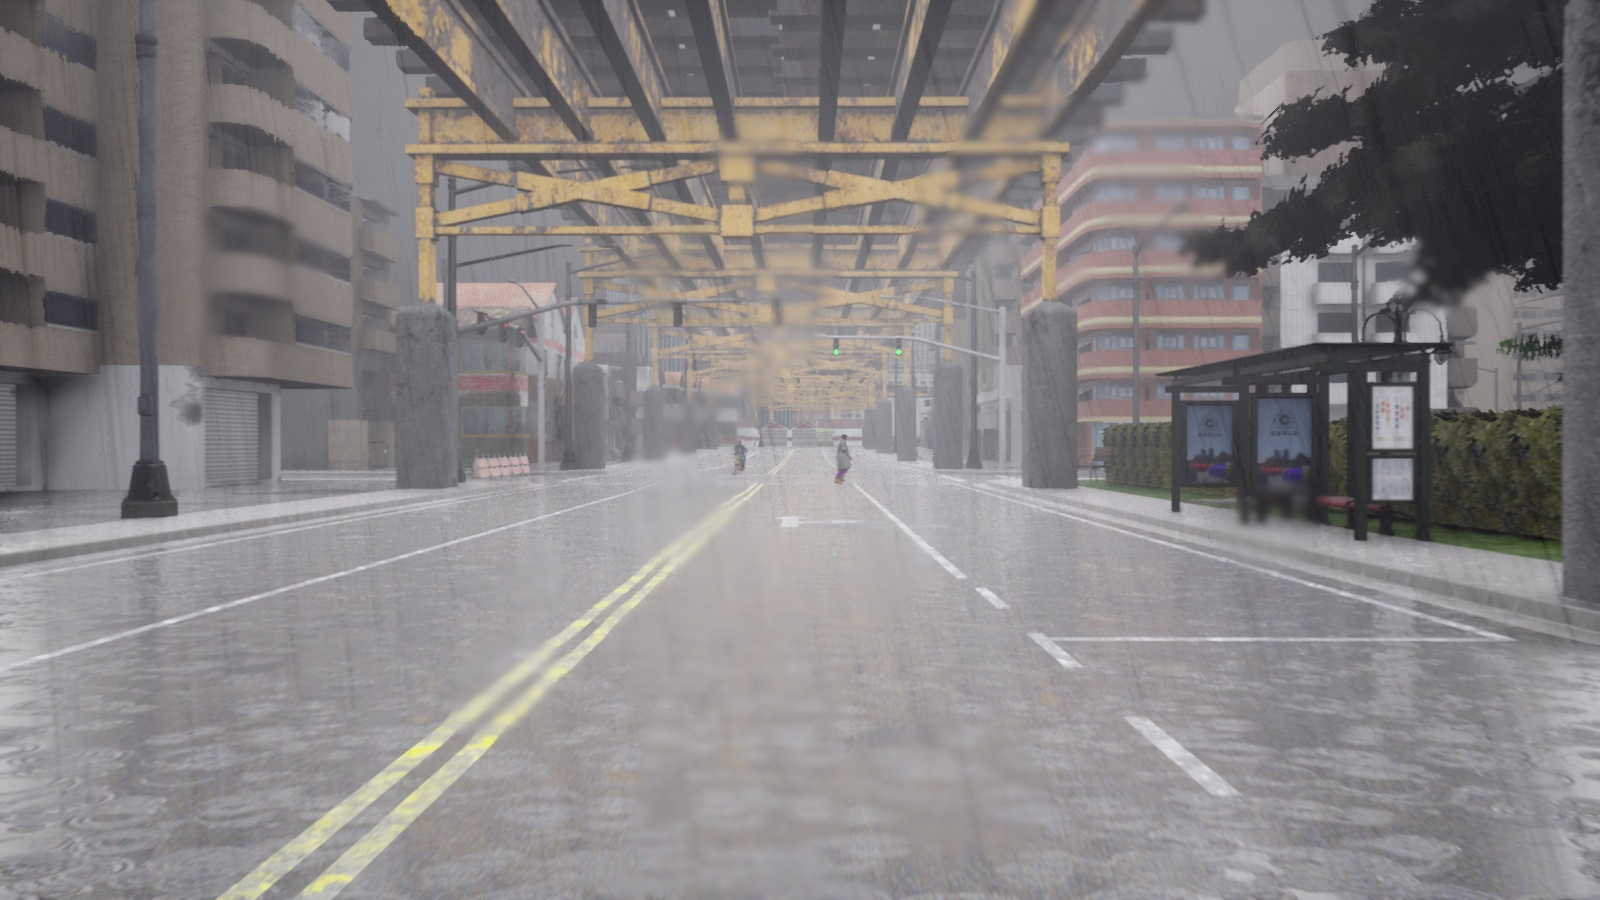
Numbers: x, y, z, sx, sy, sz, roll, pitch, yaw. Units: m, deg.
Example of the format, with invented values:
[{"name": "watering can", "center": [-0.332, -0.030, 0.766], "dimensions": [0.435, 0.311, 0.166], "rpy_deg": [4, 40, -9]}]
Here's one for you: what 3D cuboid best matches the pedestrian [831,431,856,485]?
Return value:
[{"name": "pedestrian", "center": [1.588, 0.285, 45.672], "dimensions": [0.873, 1.952, 0.659], "rpy_deg": [0, 0, 0]}]
